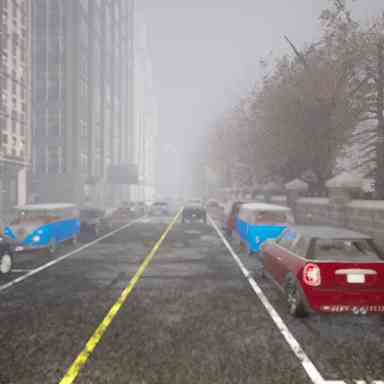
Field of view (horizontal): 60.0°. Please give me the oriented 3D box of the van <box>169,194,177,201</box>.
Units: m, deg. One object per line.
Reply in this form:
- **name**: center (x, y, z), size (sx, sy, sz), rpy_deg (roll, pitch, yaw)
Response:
- **van**: center (-4.843, 1.383, 84.749), size (1.690, 1.788, 3.998), rpy_deg (1, 0, 2)

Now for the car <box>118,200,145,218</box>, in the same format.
- **car**: center (-5.771, 1.485, 29.953), size (1.967, 1.590, 4.097), rpy_deg (0, 0, 0)

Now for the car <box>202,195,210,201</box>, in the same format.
- **car**: center (3.532, 1.479, 84.464), size (1.967, 1.590, 4.097), rpy_deg (1, 0, 2)

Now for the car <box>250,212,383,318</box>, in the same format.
- **car**: center (2.711, 1.454, 7.430), size (1.967, 1.590, 4.097), rpy_deg (0, 0, 0)

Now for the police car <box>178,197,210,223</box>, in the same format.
- **police car**: center (0.145, 1.466, 26.273), size (1.930, 1.638, 5.238), rpy_deg (0, 0, 0)

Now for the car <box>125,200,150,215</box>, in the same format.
- **car**: center (-5.762, 1.615, 35.513), size (1.947, 1.339, 4.313), rpy_deg (0, 0, 0)

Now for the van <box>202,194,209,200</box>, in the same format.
- **van**: center (3.843, 1.368, 95.417), size (1.690, 1.788, 3.998), rpy_deg (1, 0, 2)

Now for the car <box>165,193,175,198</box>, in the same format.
- **car**: center (-5.153, 1.367, 73.804), size (2.192, 1.841, 5.009), rpy_deg (1, 0, 2)

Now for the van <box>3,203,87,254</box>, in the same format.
- **van**: center (-5.802, 1.366, 13.271), size (1.690, 1.788, 3.998), rpy_deg (0, 0, 0)

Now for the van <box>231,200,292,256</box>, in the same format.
- **van**: center (2.722, 1.365, 12.990), size (1.690, 1.788, 3.998), rpy_deg (0, 0, 0)

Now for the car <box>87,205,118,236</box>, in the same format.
- **car**: center (-5.793, 1.599, 18.832), size (1.947, 1.339, 4.313), rpy_deg (0, 0, 0)

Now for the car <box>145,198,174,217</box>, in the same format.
- **car**: center (-3.037, 1.572, 31.718), size (1.812, 1.442, 4.674), rpy_deg (0, 0, 0)

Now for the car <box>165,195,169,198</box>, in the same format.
- **car**: center (-5.544, 1.624, 57.736), size (1.947, 1.339, 4.313), rpy_deg (1, 0, 1)

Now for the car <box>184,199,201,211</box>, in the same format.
- **car**: center (0.122, 1.600, 42.481), size (2.033, 1.411, 5.357), rpy_deg (0, 0, 1)

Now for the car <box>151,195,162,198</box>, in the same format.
- **car**: center (-5.605, 1.580, 46.464), size (1.752, 1.417, 4.829), rpy_deg (0, 0, 0)

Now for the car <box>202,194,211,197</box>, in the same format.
- **car**: center (3.068, 1.367, 68.035), size (2.192, 1.841, 5.009), rpy_deg (1, 0, 2)

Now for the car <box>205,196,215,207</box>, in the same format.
- **car**: center (2.784, 1.636, 46.351), size (1.802, 1.307, 4.206), rpy_deg (0, 0, 0)

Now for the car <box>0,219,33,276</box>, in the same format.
- **car**: center (-5.815, 1.567, 7.710), size (2.008, 1.369, 4.403), rpy_deg (0, 0, 0)

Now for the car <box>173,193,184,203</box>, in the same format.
- **car**: center (-2.495, 1.517, 72.957), size (1.837, 1.490, 4.892), rpy_deg (0, 0, 2)

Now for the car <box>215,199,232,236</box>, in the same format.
- **car**: center (2.733, 1.347, 18.549), size (2.192, 1.841, 5.009), rpy_deg (0, 0, 0)
